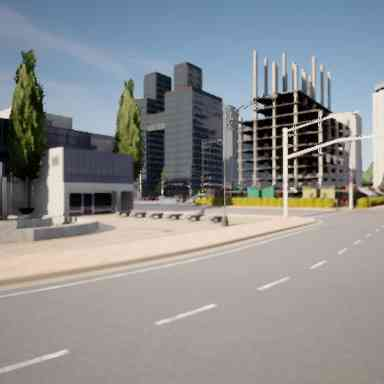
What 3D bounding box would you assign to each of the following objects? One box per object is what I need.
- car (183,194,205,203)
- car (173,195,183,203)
[{"bbox_3d":[0.485,1.790,74.447,1.970,1.475,3.806,0,0,38],"label":"car"},{"bbox_3d":[-1.786,1.567,76.247,1.905,1.878,3.866,0,0,38],"label":"car"}]
